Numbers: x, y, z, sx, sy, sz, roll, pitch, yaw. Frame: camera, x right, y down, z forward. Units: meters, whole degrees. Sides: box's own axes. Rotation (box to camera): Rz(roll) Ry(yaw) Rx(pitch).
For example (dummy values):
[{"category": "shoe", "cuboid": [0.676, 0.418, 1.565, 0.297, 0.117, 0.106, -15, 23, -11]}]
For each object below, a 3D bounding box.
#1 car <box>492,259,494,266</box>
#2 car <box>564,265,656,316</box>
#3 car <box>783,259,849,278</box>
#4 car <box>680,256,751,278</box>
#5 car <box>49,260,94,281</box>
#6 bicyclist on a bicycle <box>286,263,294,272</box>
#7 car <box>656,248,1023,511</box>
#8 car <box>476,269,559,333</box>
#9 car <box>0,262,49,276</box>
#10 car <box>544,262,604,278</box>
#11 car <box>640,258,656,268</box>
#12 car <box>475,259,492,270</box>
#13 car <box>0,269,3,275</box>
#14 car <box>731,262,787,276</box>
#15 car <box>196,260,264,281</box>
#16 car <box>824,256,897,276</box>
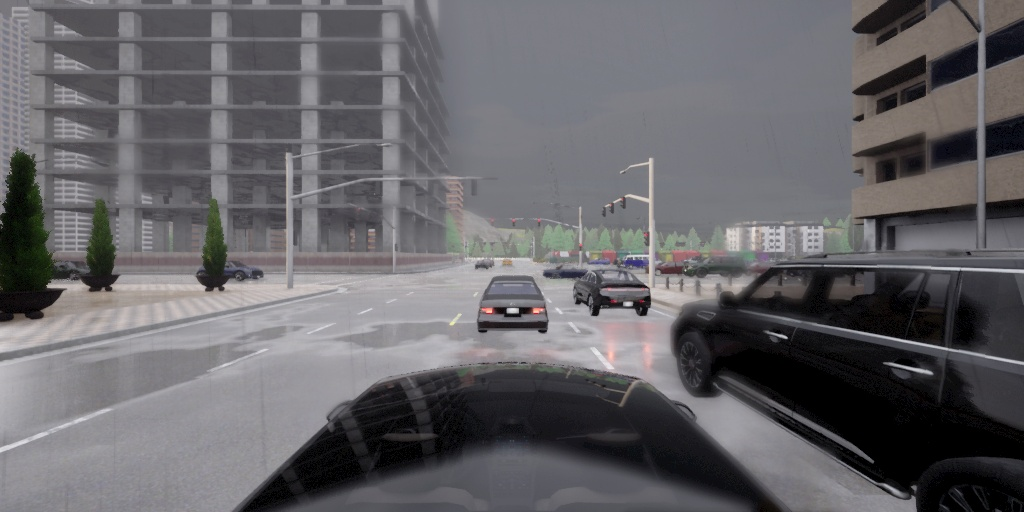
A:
[{"category": "car", "cuboid": [-4.522, 1.227, 63.041, 1.882, 1.535, 5.008, 0, 0, 0]}, {"category": "car", "cuboid": [3.496, 1.241, 13.282, 2.128, 1.511, 4.902, 0, 0, 0]}, {"category": "car", "cuboid": [28.873, 1.157, 34.140, 4.553, 1.767, 2.097, 0, 0, 0]}, {"category": "car", "cuboid": [19.232, 1.027, 34.066, 5.566, 2.045, 2.150, 0, 0, 0]}, {"category": "car", "cuboid": [-36.733, 1.157, 29.919, 4.553, 1.767, 2.097, 0, 0, 0]}, {"category": "bicyclist on a bicycle", "cuboid": [-25.967, 1.106, 41.983, 0.582, 1.620, 1.656, 0, 0, 0]}, {"category": "car", "cuboid": [3.599, 0.971, 3.369, 2.150, 2.045, 5.566, 0, 0, 0]}, {"category": "car", "cuboid": [0.021, 1.297, 10.701, 2.033, 1.411, 5.357, 0, 0, 0]}, {"category": "car", "cuboid": [-51.188, 1.331, 36.953, 4.674, 1.442, 1.812, 0, 0, 0]}, {"category": "car", "cuboid": [4.932, 1.379, 30.249, 4.718, 1.301, 1.895, 0, 0, 0]}, {"category": "car", "cuboid": [16.515, 1.283, 37.544, 5.008, 1.535, 1.882, 0, 0, 0]}, {"category": "car", "cuboid": [-4.424, 1.351, 52.873, 1.895, 1.301, 4.718, 0, 0, -1]}, {"category": "car", "cuboid": [-50.834, 1.283, 33.452, 5.008, 1.535, 1.882, 0, 0, 0]}, {"category": "car", "cuboid": [25.825, 1.331, 37.608, 4.674, 1.442, 1.812, 0, 0, 0]}, {"category": "car", "cuboid": [-23.483, 1.157, 30.022, 4.553, 1.767, 2.097, 0, 0, 0]}, {"category": "car", "cuboid": [36.521, 1.027, 37.696, 5.566, 2.045, 2.150, 0, 0, 0]}]
